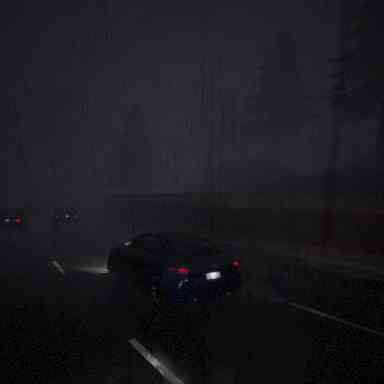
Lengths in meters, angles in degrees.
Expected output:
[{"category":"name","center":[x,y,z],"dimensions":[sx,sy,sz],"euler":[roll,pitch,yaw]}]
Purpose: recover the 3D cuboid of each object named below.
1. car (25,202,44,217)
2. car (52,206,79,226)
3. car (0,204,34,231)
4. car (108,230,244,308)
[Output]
[{"category":"car","center":[-17.311,1.880,36.097],"dimensions":[1.882,1.535,5.008],"euler":[0,0,-18]},{"category":"car","center":[-9.993,1.845,26.316],"dimensions":[2.033,1.411,5.357],"euler":[0,-1,-23]},{"category":"car","center":[-12.041,1.793,22.237],"dimensions":[2.033,1.411,5.357],"euler":[0,-1,-23]},{"category":"car","center":[-0.635,1.663,8.362],"dimensions":[1.994,1.385,4.181],"euler":[0,-1,-32]}]
